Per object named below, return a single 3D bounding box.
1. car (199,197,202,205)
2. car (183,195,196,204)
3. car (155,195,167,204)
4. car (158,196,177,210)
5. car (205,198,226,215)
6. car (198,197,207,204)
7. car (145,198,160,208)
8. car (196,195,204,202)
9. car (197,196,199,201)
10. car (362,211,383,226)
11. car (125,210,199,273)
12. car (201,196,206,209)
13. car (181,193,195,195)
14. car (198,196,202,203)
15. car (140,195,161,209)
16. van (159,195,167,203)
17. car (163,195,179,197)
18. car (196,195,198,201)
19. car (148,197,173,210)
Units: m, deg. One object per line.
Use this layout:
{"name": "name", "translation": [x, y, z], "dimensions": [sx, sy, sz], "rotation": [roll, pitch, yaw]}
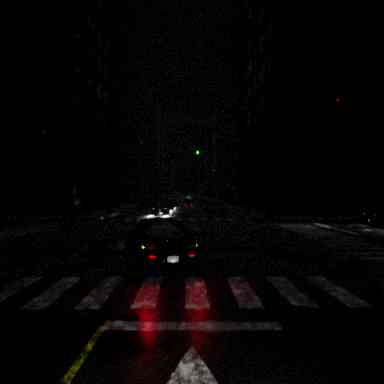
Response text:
{"name": "car", "translation": [2.477, 1.660, 46.519], "dimensions": [2.008, 1.369, 4.403], "rotation": [0, 0, -1]}
{"name": "car", "translation": [-0.642, 1.744, 65.022], "dimensions": [1.895, 1.301, 4.718], "rotation": [0, 0, -1]}
{"name": "car", "translation": [-6.361, 1.463, 68.501], "dimensions": [2.192, 1.841, 5.009], "rotation": [0, 0, -1]}
{"name": "car", "translation": [-3.454, 1.672, 45.733], "dimensions": [1.994, 1.385, 4.181], "rotation": [0, 0, -1]}
{"name": "car", "translation": [2.631, 1.612, 35.638], "dimensions": [1.752, 1.417, 4.829], "rotation": [0, 0, -1]}
{"name": "car", "translation": [2.164, 1.730, 68.620], "dimensions": [1.802, 1.307, 4.206], "rotation": [0, 0, -1]}
{"name": "car", "translation": [-6.126, 1.671, 51.925], "dimensions": [2.008, 1.369, 4.403], "rotation": [0, 0, -1]}
{"name": "car", "translation": [2.052, 1.651, 86.656], "dimensions": [1.882, 1.535, 5.008], "rotation": [0, 0, -1]}
{"name": "car", "translation": [2.321, 1.675, 57.570], "dimensions": [1.887, 1.381, 4.507], "rotation": [0, 0, -1]}
{"name": "car", "translation": [14.409, 1.646, 22.919], "dimensions": [4.718, 1.301, 1.895], "rotation": [0, 0, 2]}
{"name": "car", "translation": [-1.071, 1.554, 10.757], "dimensions": [1.812, 1.442, 4.674], "rotation": [0, 0, -15]}
{"name": "car", "translation": [2.555, 1.538, 40.993], "dimensions": [1.967, 1.590, 4.097], "rotation": [0, 0, -1]}
{"name": "car", "translation": [-0.783, 1.277, 75.024], "dimensions": [2.150, 2.045, 5.566], "rotation": [0, 0, -1]}
{"name": "car", "translation": [2.399, 1.686, 52.044], "dimensions": [1.947, 1.339, 4.313], "rotation": [0, 0, -1]}
{"name": "car", "translation": [-6.048, 1.424, 46.399], "dimensions": [2.192, 1.841, 5.009], "rotation": [0, 0, -1]}
{"name": "van", "translation": [-6.436, 1.498, 74.025], "dimensions": [1.690, 1.788, 3.998], "rotation": [0, 0, -1]}
{"name": "car", "translation": [-3.559, 1.653, 55.665], "dimensions": [1.812, 1.442, 4.674], "rotation": [0, 0, 0]}
{"name": "car", "translation": [2.243, 1.691, 63.095], "dimensions": [2.008, 1.369, 4.403], "rotation": [0, 0, -1]}
{"name": "car", "translation": [-3.333, 1.592, 35.873], "dimensions": [1.837, 1.490, 4.892], "rotation": [0, 0, -2]}
